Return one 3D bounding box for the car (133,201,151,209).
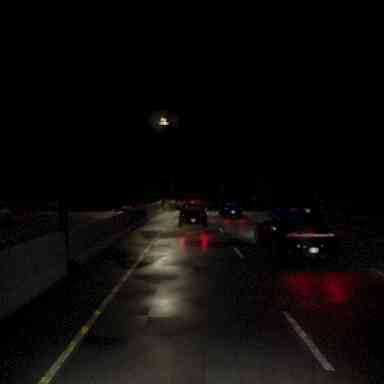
[{"bbox_3d":[-7.126,2.101,50.084,1.882,1.535,5.008,0,-4,0],"label":"car"}]

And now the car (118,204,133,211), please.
[{"bbox_3d":[-10.604,2.688,55.984,1.895,1.301,4.718,0,-5,1],"label":"car"}]

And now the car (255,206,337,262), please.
[{"bbox_3d":[3.585,1.499,12.210,2.128,1.511,4.902,0,0,0],"label":"car"}]

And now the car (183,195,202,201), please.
[{"bbox_3d":[0.054,1.386,40.977,2.150,2.045,5.566,0,-2,0],"label":"car"}]

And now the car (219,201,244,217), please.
[{"bbox_3d":[3.566,1.548,31.075,1.812,1.442,4.674,0,0,0],"label":"car"}]

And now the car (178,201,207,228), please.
[{"bbox_3d":[0.064,1.543,22.492,1.812,1.442,4.674,0,0,0],"label":"car"}]

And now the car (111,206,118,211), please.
[{"bbox_3d":[-14.082,3.343,63.446,1.837,1.490,4.892,0,-6,0],"label":"car"}]

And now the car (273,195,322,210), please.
[{"bbox_3d":[7.075,1.236,23.016,2.150,2.045,5.566,0,0,0],"label":"car"}]

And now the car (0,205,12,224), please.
[{"bbox_3d":[-14.123,1.549,22.690,1.812,1.442,4.674,0,0,0],"label":"car"}]
